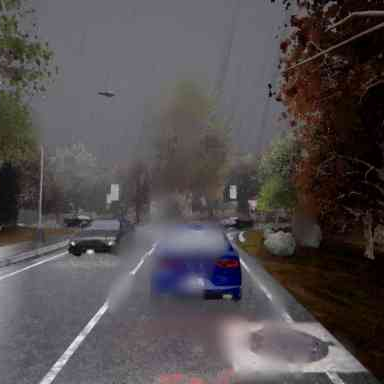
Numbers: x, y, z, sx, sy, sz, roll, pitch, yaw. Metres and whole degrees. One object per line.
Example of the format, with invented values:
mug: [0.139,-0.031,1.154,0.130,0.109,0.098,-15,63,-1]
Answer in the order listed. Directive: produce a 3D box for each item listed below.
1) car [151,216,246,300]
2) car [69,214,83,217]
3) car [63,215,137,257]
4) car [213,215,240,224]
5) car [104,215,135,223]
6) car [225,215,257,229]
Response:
car: [0.109,1.599,8.667,1.882,1.535,5.008,0,-1,0]
car: [-12.060,3.178,35.863,5.008,1.535,1.882,-4,-6,43]
car: [-3.634,1.866,14.572,2.033,1.411,5.357,0,-2,0]
car: [6.602,5.243,63.375,4.892,1.490,1.837,-2,-7,37]
car: [-13.653,5.100,63.035,5.357,1.411,2.033,2,-5,-40]
car: [4.837,3.109,33.975,2.033,1.411,5.357,-3,-5,33]
